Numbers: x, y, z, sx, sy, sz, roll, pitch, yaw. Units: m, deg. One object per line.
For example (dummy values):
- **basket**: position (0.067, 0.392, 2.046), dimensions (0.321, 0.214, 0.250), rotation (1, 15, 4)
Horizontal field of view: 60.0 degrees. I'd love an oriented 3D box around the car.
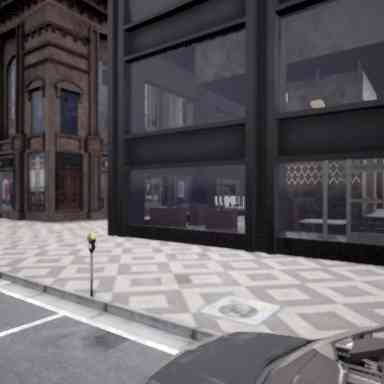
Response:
- **car**: position (1.529, 1.551, 1.874), dimensions (4.403, 1.369, 2.008), rotation (0, 0, 35)
